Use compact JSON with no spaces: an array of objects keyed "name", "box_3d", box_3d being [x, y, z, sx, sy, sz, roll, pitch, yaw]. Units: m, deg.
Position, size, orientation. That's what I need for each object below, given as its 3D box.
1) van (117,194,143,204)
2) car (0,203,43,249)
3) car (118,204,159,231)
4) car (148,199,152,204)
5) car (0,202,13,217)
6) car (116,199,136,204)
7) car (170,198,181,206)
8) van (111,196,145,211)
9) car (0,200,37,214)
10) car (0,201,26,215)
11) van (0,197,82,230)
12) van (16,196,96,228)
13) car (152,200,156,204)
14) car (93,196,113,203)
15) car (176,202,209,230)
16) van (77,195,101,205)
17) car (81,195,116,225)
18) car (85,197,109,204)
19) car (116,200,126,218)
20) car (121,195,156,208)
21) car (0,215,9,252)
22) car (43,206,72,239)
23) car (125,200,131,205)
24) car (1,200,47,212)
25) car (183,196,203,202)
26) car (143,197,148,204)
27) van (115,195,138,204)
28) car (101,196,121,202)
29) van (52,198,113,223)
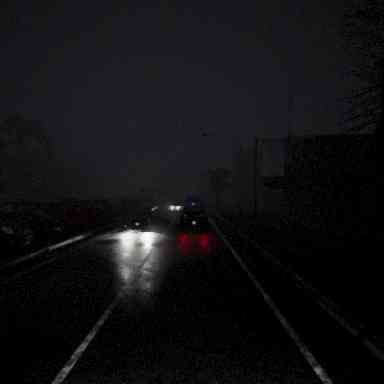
[{"name":"van","box_3d":[-8.803,1.599,41.619,4.442,1.987,1.878,0,0,0]},{"name":"car","box_3d":[-8.944,1.484,13.582,4.553,1.767,2.185,0,-1,0]},{"name":"car","box_3d":[-3.323,1.761,22.111,1.994,1.385,4.181,0,0,0]},{"name":"car","box_3d":[-8.924,1.882,50.032,4.674,1.452,2.002,0,0,0]},{"name":"car","box_3d":[-21.968,1.832,35.337,4.792,1.488,2.163,0,0,0]},{"name":"car","box_3d":[-8.947,1.834,36.014,4.792,1.488,2.163,0,0,0]},{"name":"car","box_3d":[-3.204,1.880,64.066,2.128,1.511,4.902,0,0,1]},{"name":"van","box_3d":[-9.038,1.611,47.229,4.442,1.987,1.878,0,0,0]},{"name":"car","box_3d":[-21.994,1.823,40.886,5.008,1.535,2.097,0,0,0]},{"name":"car","box_3d":[-22.183,1.810,38.109,5.366,1.575,1.946,0,0,0]},{"name":"van","box_3d":[-9.031,1.438,19.189,4.442,1.987,1.878,0,-1,0]},{"name":"van","box_3d":[-9.031,1.466,21.992,4.442,1.987,1.878,0,-1,0]},{"name":"car","box_3d":[-8.737,1.844,52.835,5.366,1.575,1.946,0,0,0]},{"name":"car","box_3d":[-22.040,1.781,82.522,4.553,1.767,2.185,0,0,0]},{"name":"car","box_3d":[0.126,1.697,22.990,2.128,1.511,4.902,0,0,0]},{"name":"van","box_3d":[-22.123,1.657,71.419,4.442,1.987,1.878,0,0,0]},{"name":"car","box_3d":[-8.887,1.467,24.797,5.566,2.045,2.435,0,-1,0]},{"name":"car","box_3d":[-22.002,1.894,76.971,5.008,1.535,2.097,0,0,0]},{"name":"car","box_3d":[-8.923,1.768,30.403,4.892,1.521,2.231,0,0,0]},{"name":"car","box_3d":[-8.894,1.601,55.639,5.566,2.045,2.435,0,0,0]},{"name":"car","box_3d":[-8.910,1.622,10.777,4.674,1.452,2.002,0,-1,0]},{"name":"car","box_3d":[-8.907,1.638,16.384,4.892,1.521,2.231,0,-1,0]},{"name":"car","box_3d":[-8.915,1.827,33.206,4.674,1.452,2.002,0,0,0]},{"name":"car","box_3d":[-21.994,1.832,43.664,4.892,1.521,2.231,0,0,0]},{"name":"car","box_3d":[0.148,1.530,40.790,2.150,2.045,5.566,0,-1,0]},{"name":"car","box_3d":[-8.915,1.831,44.426,5.008,1.535,2.097,0,0,0]},{"name":"van","box_3d":[-9.035,1.588,38.817,4.442,1.987,1.878,0,0,0]},{"name":"car","box_3d":[-22.040,1.956,90.847,4.792,1.488,2.163,0,0,0]},{"name":"van","box_3d":[-9.033,1.520,27.597,4.442,1.987,1.878,0,0,0]}]
